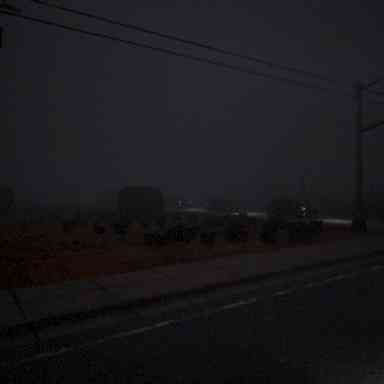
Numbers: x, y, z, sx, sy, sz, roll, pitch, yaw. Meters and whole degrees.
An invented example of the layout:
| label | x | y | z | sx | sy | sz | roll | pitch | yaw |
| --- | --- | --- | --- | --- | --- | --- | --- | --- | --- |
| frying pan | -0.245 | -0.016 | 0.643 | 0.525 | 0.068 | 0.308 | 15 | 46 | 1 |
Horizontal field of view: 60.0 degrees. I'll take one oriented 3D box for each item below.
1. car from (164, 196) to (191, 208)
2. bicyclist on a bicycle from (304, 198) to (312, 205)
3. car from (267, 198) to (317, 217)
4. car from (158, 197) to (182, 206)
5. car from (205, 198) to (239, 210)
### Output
| label | x | y | z | sx | sy | sz | roll | pitch | yaw |
| --- | --- | --- | --- | --- | --- | --- | --- | --- | --- |
| car | -1.984 | 1.354 | 46.131 | 2.097 | 1.767 | 4.553 | 0 | 0 | -32 |
| bicyclist on a bicycle | 12.646 | 1.470 | 36.373 | 1.656 | 1.620 | 0.582 | 0 | 0 | -33 |
| car | 8.740 | 1.353 | 29.299 | 2.097 | 1.767 | 4.553 | 0 | 0 | -33 |
| car | -3.737 | 1.609 | 55.640 | 1.895 | 1.301 | 4.718 | 0 | 0 | -32 |
| car | 3.403 | 1.507 | 37.665 | 1.837 | 1.490 | 4.892 | 0 | 0 | -33 |
